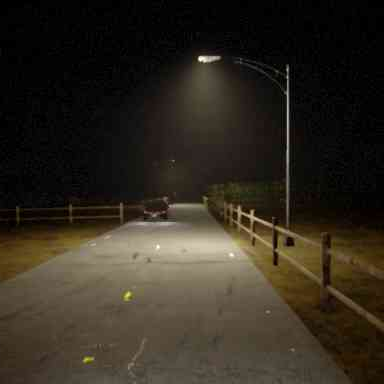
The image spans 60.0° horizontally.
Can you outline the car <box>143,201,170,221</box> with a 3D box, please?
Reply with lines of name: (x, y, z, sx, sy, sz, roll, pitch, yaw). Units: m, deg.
car: (-2.759, 1.479, 26.788, 1.812, 1.442, 4.674, 0, 0, 1)
